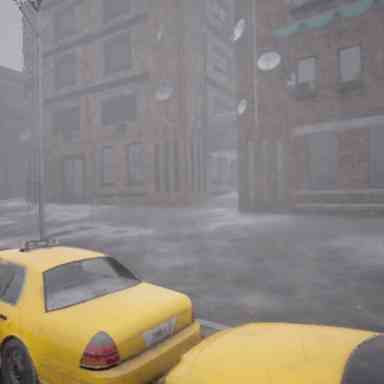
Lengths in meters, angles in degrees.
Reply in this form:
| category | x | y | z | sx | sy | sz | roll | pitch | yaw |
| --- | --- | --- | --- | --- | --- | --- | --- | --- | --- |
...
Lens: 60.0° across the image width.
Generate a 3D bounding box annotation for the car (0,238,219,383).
| category | x | y | z | sx | sy | sz | roll | pitch | yaw |
| --- | --- | --- | --- | --- | --- | --- | --- | --- | --- |
| car | -2.443 | 1.474 | 5.016 | 5.366 | 1.575 | 1.946 | 0 | 0 | 35 |
